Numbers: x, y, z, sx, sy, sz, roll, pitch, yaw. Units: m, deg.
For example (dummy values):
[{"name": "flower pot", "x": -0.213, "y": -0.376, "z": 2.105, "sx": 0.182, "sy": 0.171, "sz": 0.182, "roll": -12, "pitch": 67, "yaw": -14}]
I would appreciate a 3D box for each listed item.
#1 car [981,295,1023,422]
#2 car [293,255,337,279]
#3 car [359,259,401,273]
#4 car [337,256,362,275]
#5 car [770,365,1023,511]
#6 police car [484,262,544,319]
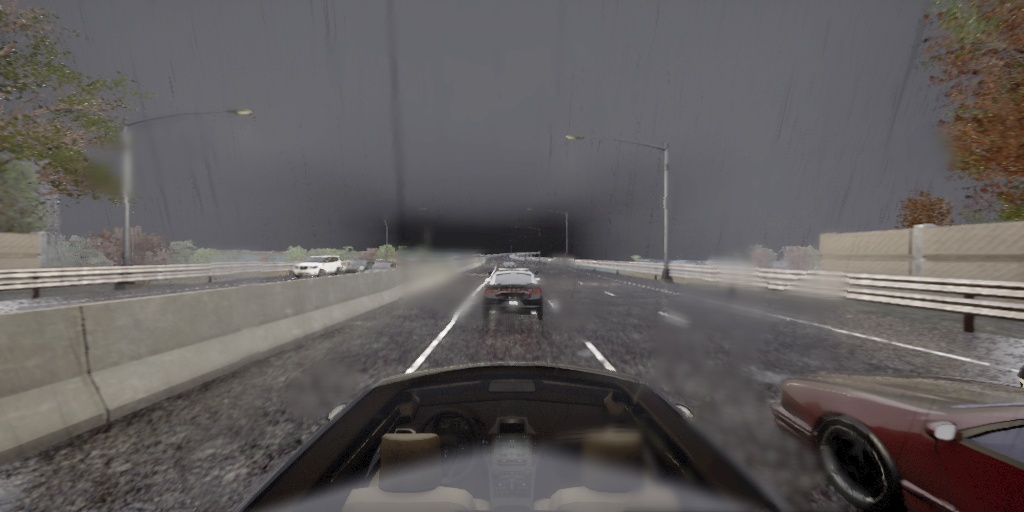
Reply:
[{"name": "car", "x": 7.092, "y": 1.253, "z": 2.269, "sx": 1.837, "sy": 1.490, "sz": 4.892, "roll": 0, "pitch": 0, "yaw": 0}, {"name": "car", "x": -17.896, "y": 0.963, "z": 33.375, "sx": 2.150, "sy": 2.045, "sz": 5.566, "roll": 0, "pitch": 0, "yaw": -1}, {"name": "car", "x": -10.846, "y": 1.249, "z": 30.457, "sx": 1.837, "sy": 1.490, "sz": 4.892, "roll": 0, "pitch": 0, "yaw": -1}, {"name": "car", "x": -14.412, "y": 1.095, "z": 34.325, "sx": 2.097, "sy": 1.767, "sz": 4.553, "roll": 0, "pitch": 0, "yaw": -1}, {"name": "car", "x": 3.595, "y": 1.297, "z": 1.207, "sx": 2.033, "sy": 1.411, "sz": 5.357, "roll": 0, "pitch": 0, "yaw": 0}, {"name": "police car", "x": 0.053, "y": 1.173, "z": 13.014, "sx": 1.930, "sy": 1.638, "sz": 5.238, "roll": 0, "pitch": 0, "yaw": 0}]
